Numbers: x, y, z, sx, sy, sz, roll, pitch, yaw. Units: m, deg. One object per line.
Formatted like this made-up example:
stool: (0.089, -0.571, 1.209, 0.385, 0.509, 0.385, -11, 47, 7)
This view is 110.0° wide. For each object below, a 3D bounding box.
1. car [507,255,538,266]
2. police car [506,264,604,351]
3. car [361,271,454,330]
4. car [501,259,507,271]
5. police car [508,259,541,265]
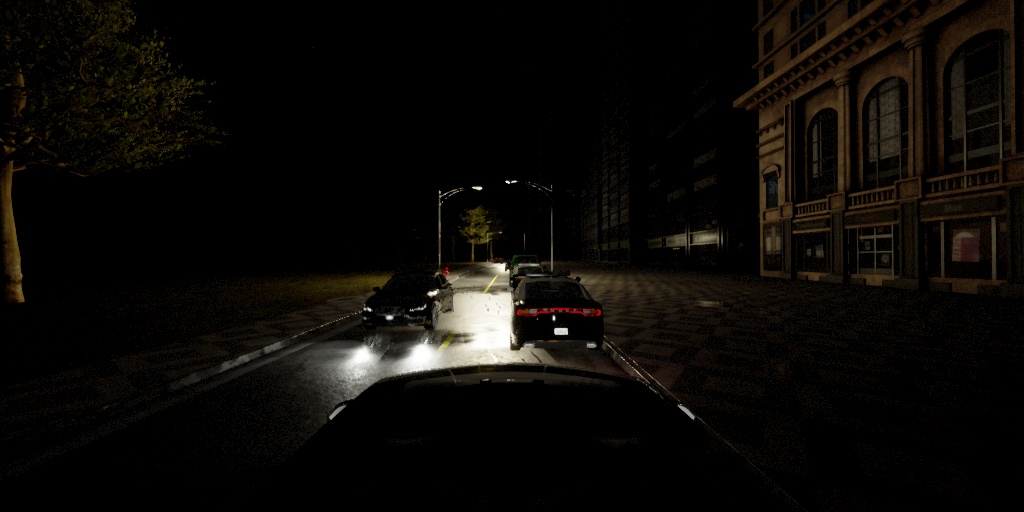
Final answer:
car: (0.894, 0.963, 25.070, 2.150, 2.045, 5.566, 0, 0, 0)
police car: (0.899, 1.175, 9.149, 1.930, 1.638, 5.238, 0, 0, 0)
car: (-3.002, 1.254, 11.214, 1.837, 1.490, 4.892, 0, 0, 0)
car: (0.016, 1.252, 46.600, 2.033, 1.411, 5.357, 0, 0, 1)
police car: (0.897, 1.170, 19.150, 1.930, 1.638, 5.238, 0, 0, 0)
